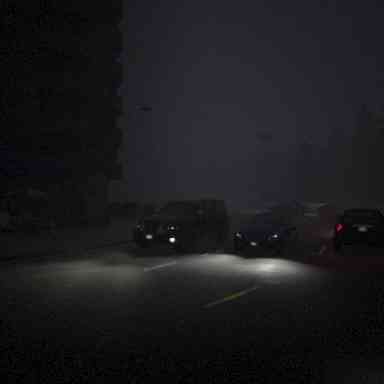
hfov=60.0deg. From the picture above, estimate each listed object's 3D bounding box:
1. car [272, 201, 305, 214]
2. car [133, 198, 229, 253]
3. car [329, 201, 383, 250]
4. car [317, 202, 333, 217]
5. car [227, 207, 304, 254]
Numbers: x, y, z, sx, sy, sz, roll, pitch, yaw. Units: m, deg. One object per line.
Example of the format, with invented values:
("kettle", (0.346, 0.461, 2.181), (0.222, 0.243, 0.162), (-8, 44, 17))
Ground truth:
("car", (9.711, 1.683, 33.952), (2.128, 1.511, 4.902), (0, 0, -10))
("car", (-0.190, 1.325, 14.795), (2.150, 2.045, 5.566), (0, 0, 31))
("car", (7.330, 1.420, 14.304), (2.097, 1.767, 4.553), (-1, -1, 27))
("car", (13.601, 1.634, 31.280), (1.882, 1.535, 5.008), (0, 0, -5))
("car", (3.302, 1.610, 14.158), (1.812, 1.442, 4.674), (0, 0, 28))
